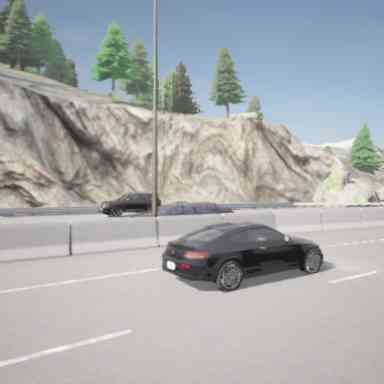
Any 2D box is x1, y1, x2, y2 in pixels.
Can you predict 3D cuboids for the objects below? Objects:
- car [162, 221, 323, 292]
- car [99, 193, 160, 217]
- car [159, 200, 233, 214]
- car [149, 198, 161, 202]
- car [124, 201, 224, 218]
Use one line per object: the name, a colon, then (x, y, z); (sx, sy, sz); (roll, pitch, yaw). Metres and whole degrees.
car: (1.456, 1.499, 8.796); (4.674, 1.442, 1.812); (0, 0, -33)
car: (-5.301, 1.103, 29.529); (5.566, 2.045, 2.150); (0, 0, -30)
car: (0.584, 1.464, 24.885); (5.357, 1.411, 2.033); (0, 0, -30)
car: (-1.082, 1.466, 27.902); (4.181, 1.385, 1.994); (0, 0, -30)
car: (-1.006, 1.476, 19.891); (5.357, 1.411, 2.033); (0, 0, -31)
